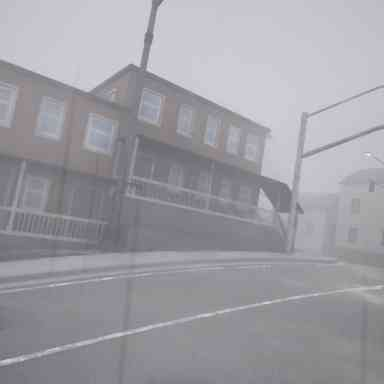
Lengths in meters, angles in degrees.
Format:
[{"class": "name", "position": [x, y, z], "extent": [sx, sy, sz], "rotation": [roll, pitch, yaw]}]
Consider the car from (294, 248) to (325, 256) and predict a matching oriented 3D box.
[{"class": "car", "position": [9.689, 5.700, 29.311], "extent": [1.812, 1.442, 4.674], "rotation": [14, -16, -34]}]
